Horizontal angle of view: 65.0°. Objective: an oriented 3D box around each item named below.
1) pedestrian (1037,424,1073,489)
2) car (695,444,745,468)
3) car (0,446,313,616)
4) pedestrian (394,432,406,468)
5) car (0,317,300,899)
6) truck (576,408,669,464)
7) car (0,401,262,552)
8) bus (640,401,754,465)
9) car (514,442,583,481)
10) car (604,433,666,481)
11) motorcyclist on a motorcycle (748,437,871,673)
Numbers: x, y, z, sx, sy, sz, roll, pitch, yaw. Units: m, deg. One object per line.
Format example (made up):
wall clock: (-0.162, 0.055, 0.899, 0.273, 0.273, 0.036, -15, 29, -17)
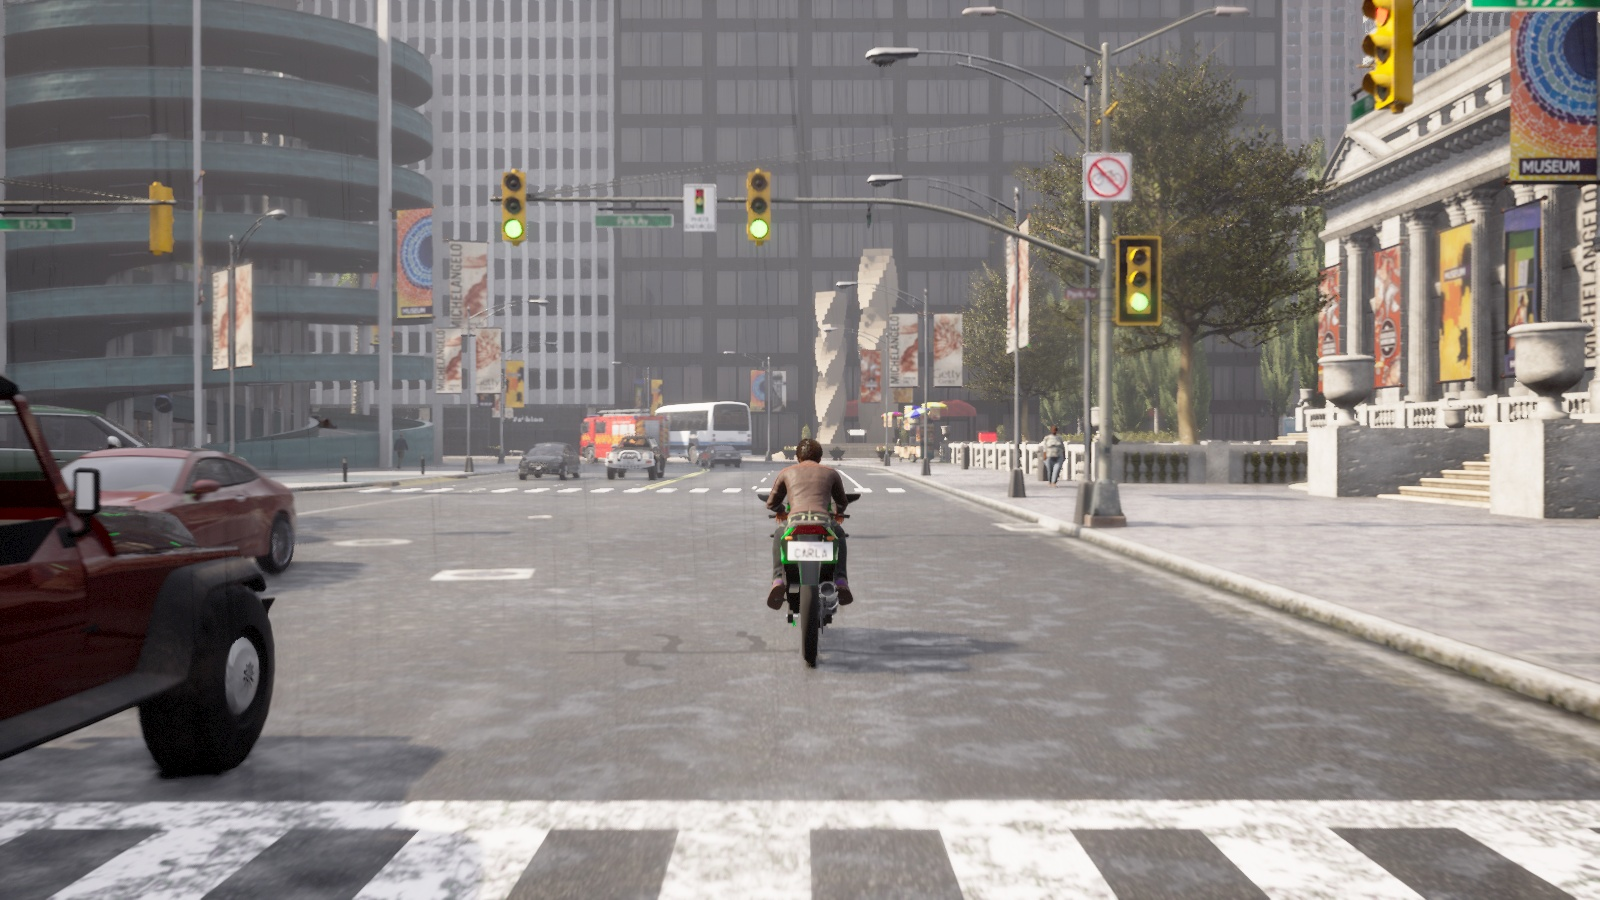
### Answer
pedestrian: (7.418, 0.190, 36.576, 0.874, 1.855, 0.900, 0, 0, 1)
car: (-4.881, 0.334, 75.916, 2.033, 1.411, 5.357, 0, 0, -15)
car: (-6.910, 0.688, 13.126, 1.812, 1.442, 4.674, 0, 0, 0)
pedestrian: (-20.382, 0.003, 63.996, 0.402, 1.842, 0.726, 0, 0, -1)
car: (-3.475, 0.514, 4.416, 1.905, 1.878, 3.866, 0, 1, 0)
truck: (-12.925, -0.974, 90.854, 2.891, 3.827, 8.468, 0, 0, -37)
car: (-10.916, 0.348, 18.247, 5.566, 2.045, 2.150, 0, 1, -27)
bus: (-7.504, -1.173, 89.560, 3.944, 4.253, 10.273, 0, 0, -31)
car: (-10.199, 0.436, 51.266, 1.837, 1.490, 4.892, 0, 0, 0)
car: (-6.698, 0.250, 51.331, 1.932, 1.855, 4.605, 0, 0, 0)
motorcyclist on a motorcycle: (0.067, 0.674, 9.138, 0.797, 1.523, 2.044, 0, 0, 0)
